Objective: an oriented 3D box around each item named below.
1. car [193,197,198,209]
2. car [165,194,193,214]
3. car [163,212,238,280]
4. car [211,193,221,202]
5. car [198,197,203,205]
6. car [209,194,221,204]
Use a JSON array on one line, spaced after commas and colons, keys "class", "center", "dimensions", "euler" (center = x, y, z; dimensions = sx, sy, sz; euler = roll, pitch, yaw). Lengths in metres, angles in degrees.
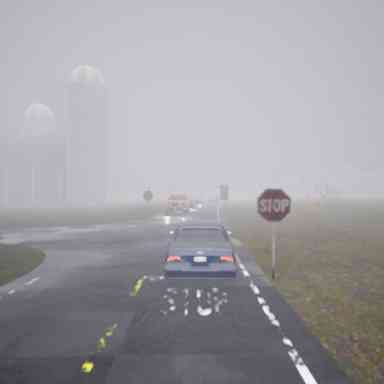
[{"class": "car", "center": [-0.602, 1.549, 45.444], "dimensions": [1.994, 1.385, 4.181], "euler": [0, 0, 5]}, {"class": "car", "center": [-1.465, 1.216, 35.174], "dimensions": [2.150, 2.045, 5.566], "euler": [0, 0, 4]}, {"class": "car", "center": [0.248, 1.549, 9.944], "dimensions": [2.033, 1.411, 5.357], "euler": [0, 0, 1]}, {"class": "car", "center": [5.411, 1.232, 74.786], "dimensions": [2.097, 1.767, 4.553], "euler": [0, 0, 6]}, {"class": "car", "center": [0.951, 1.530, 59.745], "dimensions": [1.994, 1.385, 4.181], "euler": [0, 0, 7]}, {"class": "car", "center": [4.310, 1.450, 64.839], "dimensions": [2.128, 1.511, 4.902], "euler": [0, 0, 6]}]
